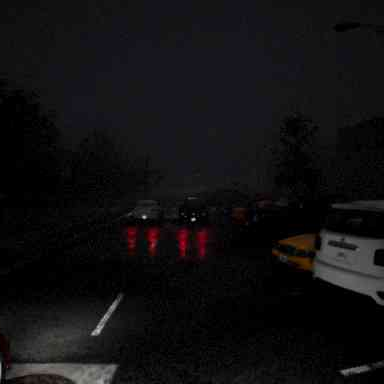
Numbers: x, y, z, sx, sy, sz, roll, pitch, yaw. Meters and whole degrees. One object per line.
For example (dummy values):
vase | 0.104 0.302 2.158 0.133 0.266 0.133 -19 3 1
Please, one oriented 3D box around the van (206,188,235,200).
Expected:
van | 4.937 0.367 57.530 4.442 1.987 1.878 0 1 -20

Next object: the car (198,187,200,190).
car | 4.852 -0.246 90.333 5.366 1.575 1.946 0 2 -20

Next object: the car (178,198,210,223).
car | 0.088 1.324 22.462 1.895 1.301 4.718 0 1 0

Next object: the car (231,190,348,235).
car | 5.039 1.084 15.627 5.566 2.045 2.435 0 1 -20

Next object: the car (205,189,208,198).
car | 5.039 0.702 51.613 4.892 1.521 2.231 0 1 -20

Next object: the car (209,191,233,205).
car | 5.025 0.946 39.650 4.792 1.488 2.163 0 1 -20

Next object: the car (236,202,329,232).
car | 5.065 1.327 18.651 4.674 1.452 2.002 0 1 -20

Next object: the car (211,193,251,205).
car | 5.044 0.903 42.668 4.674 1.452 2.002 0 1 -20

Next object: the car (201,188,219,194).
car | 5.051 -0.311 93.394 4.792 1.488 2.163 0 2 -20

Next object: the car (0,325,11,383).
car | -2.902 1.514 1.716 1.812 1.442 4.674 0 0 0

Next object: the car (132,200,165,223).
car | -2.912 1.249 22.582 1.812 1.442 4.674 0 1 0

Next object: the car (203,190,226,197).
car | 5.059 0.236 75.499 4.792 1.488 2.163 0 1 -20

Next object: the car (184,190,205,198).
car | 0.080 0.904 40.449 2.128 1.511 4.902 0 1 0

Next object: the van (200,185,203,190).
van | 4.925 -0.186 81.394 4.442 1.987 1.878 0 2 -20

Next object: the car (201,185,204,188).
car | 5.070 0.288 60.572 5.566 2.045 2.435 0 1 -20

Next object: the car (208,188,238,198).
car | 5.020 0.683 45.637 4.553 1.767 2.185 0 1 -20

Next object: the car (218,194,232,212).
car | 5.031 1.163 27.646 4.792 1.488 2.163 0 1 -20

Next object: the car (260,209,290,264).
car | 4.893 1.403 9.577 5.366 1.575 1.946 1 1 -20

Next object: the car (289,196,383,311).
car | 5.095 1.186 6.647 5.566 2.045 2.435 1 0 -20

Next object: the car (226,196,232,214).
car | 5.231 1.237 21.723 5.366 1.575 1.946 0 1 -20

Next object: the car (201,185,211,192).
car | 5.022 0.396 54.577 5.566 2.045 2.435 0 1 -20
